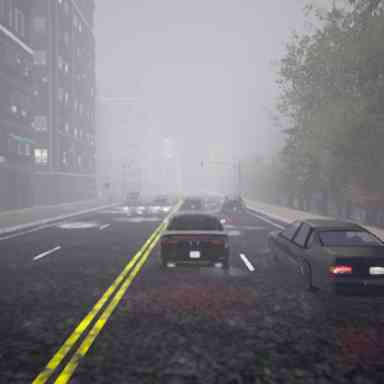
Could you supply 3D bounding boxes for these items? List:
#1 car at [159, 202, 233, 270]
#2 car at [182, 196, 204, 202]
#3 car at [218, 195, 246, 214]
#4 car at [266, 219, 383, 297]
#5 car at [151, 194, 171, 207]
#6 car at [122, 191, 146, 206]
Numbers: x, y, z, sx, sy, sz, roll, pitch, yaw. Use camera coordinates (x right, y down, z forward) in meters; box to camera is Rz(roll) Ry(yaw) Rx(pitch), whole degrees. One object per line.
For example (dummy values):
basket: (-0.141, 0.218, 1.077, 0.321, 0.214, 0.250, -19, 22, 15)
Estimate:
car: (0.076, 1.293, 10.427, 1.882, 1.535, 5.008, 0, 1, 0)
car: (0.082, 1.065, 28.638, 1.994, 1.385, 4.181, 0, 1, 0)
car: (3.332, 1.002, 28.071, 2.128, 1.511, 4.902, 0, 1, 0)
car: (3.315, 1.398, 8.425, 2.033, 1.411, 5.357, 0, 1, 0)
car: (-3.346, 0.924, 36.970, 1.994, 1.385, 4.181, 0, 1, 0)
car: (-6.592, 0.688, 38.299, 2.097, 1.767, 4.553, 0, 1, 0)
